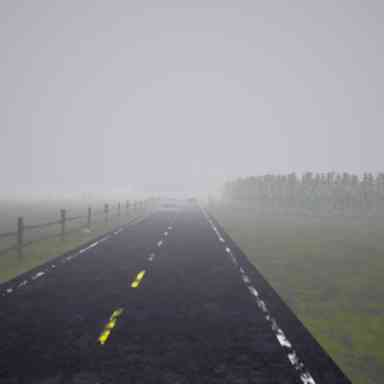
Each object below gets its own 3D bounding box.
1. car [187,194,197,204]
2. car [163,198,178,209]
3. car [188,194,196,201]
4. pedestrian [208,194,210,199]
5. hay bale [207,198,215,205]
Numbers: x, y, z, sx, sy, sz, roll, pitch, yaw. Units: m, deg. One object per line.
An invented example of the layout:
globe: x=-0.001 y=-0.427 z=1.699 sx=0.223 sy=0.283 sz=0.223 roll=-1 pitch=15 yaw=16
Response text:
car: x=0.003 y=1.371 z=61.589 sx=2.128 sy=1.511 sz=4.902 roll=0 pitch=0 yaw=0
car: x=-2.836 y=1.455 z=45.025 sx=2.033 sy=1.411 sz=5.357 roll=0 pitch=0 yaw=0
car: x=0.005 y=1.170 z=77.838 sx=1.882 sy=1.535 sz=5.008 roll=0 pitch=0 yaw=0
pedestrian: x=2.828 y=1.195 z=54.838 sx=0.375 sy=1.860 sz=0.375 roll=0 pitch=0 yaw=-3
hay bale: x=3.130 y=1.548 z=53.740 sx=1.220 sy=1.180 sz=1.240 roll=0 pitch=0 yaw=0
